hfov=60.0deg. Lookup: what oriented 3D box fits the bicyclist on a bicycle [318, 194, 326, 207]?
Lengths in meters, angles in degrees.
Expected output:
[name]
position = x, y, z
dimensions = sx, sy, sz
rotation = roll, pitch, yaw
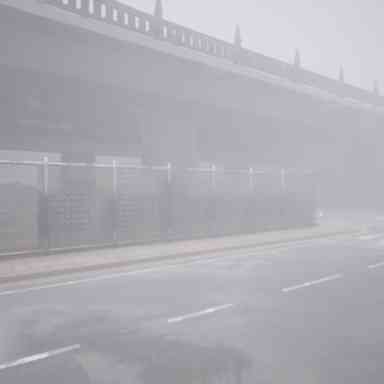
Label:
[bicyclist on a bicycle]
position = 16.681, 1.114, 42.715
dimensions = 1.656, 1.620, 0.582
rotation = -1, 0, -36
